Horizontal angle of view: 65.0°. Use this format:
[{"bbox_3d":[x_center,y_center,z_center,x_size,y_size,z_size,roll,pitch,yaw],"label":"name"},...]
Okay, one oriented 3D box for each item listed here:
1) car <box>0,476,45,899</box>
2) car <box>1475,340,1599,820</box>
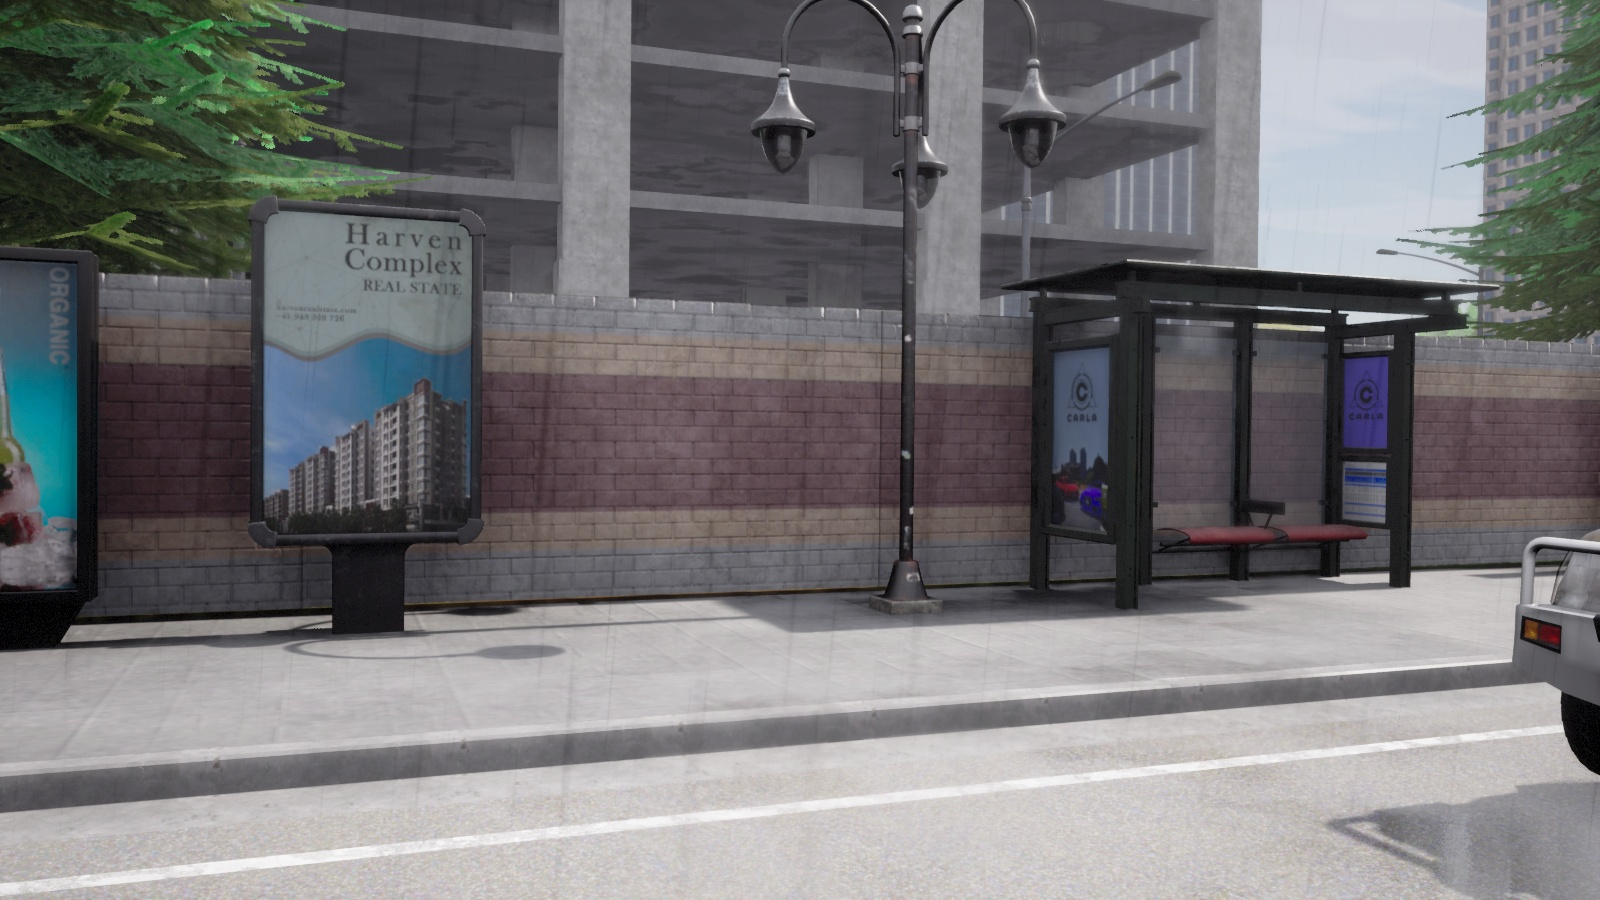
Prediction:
[{"bbox_3d":[-3.928,0.838,1.747,4.674,1.442,1.812,-1,1,-21],"label":"car"},{"bbox_3d":[5.380,0.471,5.284,4.605,1.855,1.932,-1,1,-21],"label":"car"}]
